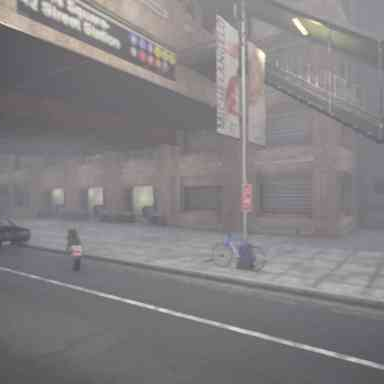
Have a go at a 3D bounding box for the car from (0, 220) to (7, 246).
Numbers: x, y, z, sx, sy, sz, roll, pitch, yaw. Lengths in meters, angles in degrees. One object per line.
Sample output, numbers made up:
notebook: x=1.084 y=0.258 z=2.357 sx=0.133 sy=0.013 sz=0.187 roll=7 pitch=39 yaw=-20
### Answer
car: x=-7.626 y=1.592 z=9.487 sx=4.902 sy=1.511 sz=2.128 roll=-1 pitch=0 yaw=36

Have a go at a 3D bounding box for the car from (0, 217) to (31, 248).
car: x=-9.019 y=1.729 z=14.268 sx=4.718 sy=1.301 sz=1.895 roll=-1 pitch=0 yaw=35
